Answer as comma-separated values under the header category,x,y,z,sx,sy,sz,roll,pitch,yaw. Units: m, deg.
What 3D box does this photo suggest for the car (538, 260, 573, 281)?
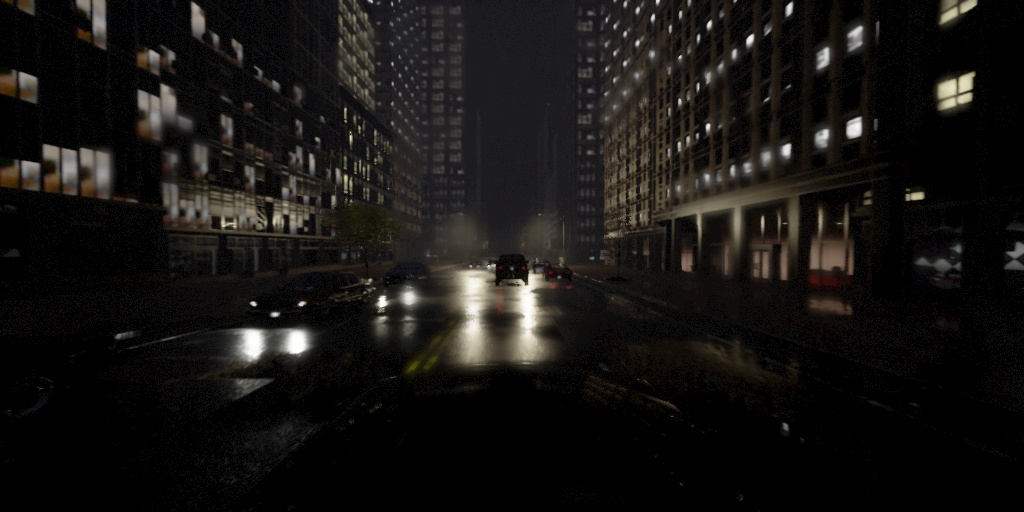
category,x,y,z,sx,sy,sz,roll,pitch,yaw
car,3.352,1.197,27.425,1.895,1.301,4.718,0,0,0

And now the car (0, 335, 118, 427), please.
category,x,y,z,sx,sy,sz,roll,pitch,yaw
car,-6.601,1.344,2.872,1.895,1.301,4.718,0,0,0

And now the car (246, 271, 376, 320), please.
category,x,y,z,sx,sy,sz,roll,pitch,yaw
car,-6.593,1.233,12.642,2.033,1.411,5.357,0,0,0

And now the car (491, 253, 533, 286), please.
category,x,y,z,sx,sy,sz,roll,pitch,yaw
car,0.002,0.838,24.151,2.150,2.045,5.566,0,0,0

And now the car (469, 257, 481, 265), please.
category,x,y,z,sx,sy,sz,roll,pitch,yaw
car,-6.509,0.896,64.209,2.033,1.411,5.357,0,0,0

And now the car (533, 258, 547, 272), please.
category,x,y,z,sx,sy,sz,roll,pitch,yaw
car,3.299,1.003,40.854,2.128,1.511,4.902,0,0,0

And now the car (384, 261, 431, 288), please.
category,x,y,z,sx,sy,sz,roll,pitch,yaw
car,-6.558,1.101,22.983,1.882,1.535,5.008,0,0,1

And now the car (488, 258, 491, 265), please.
category,x,y,z,sx,sy,sz,roll,pitch,yaw
car,-3.262,0.950,64.188,1.895,1.301,4.718,0,0,0
